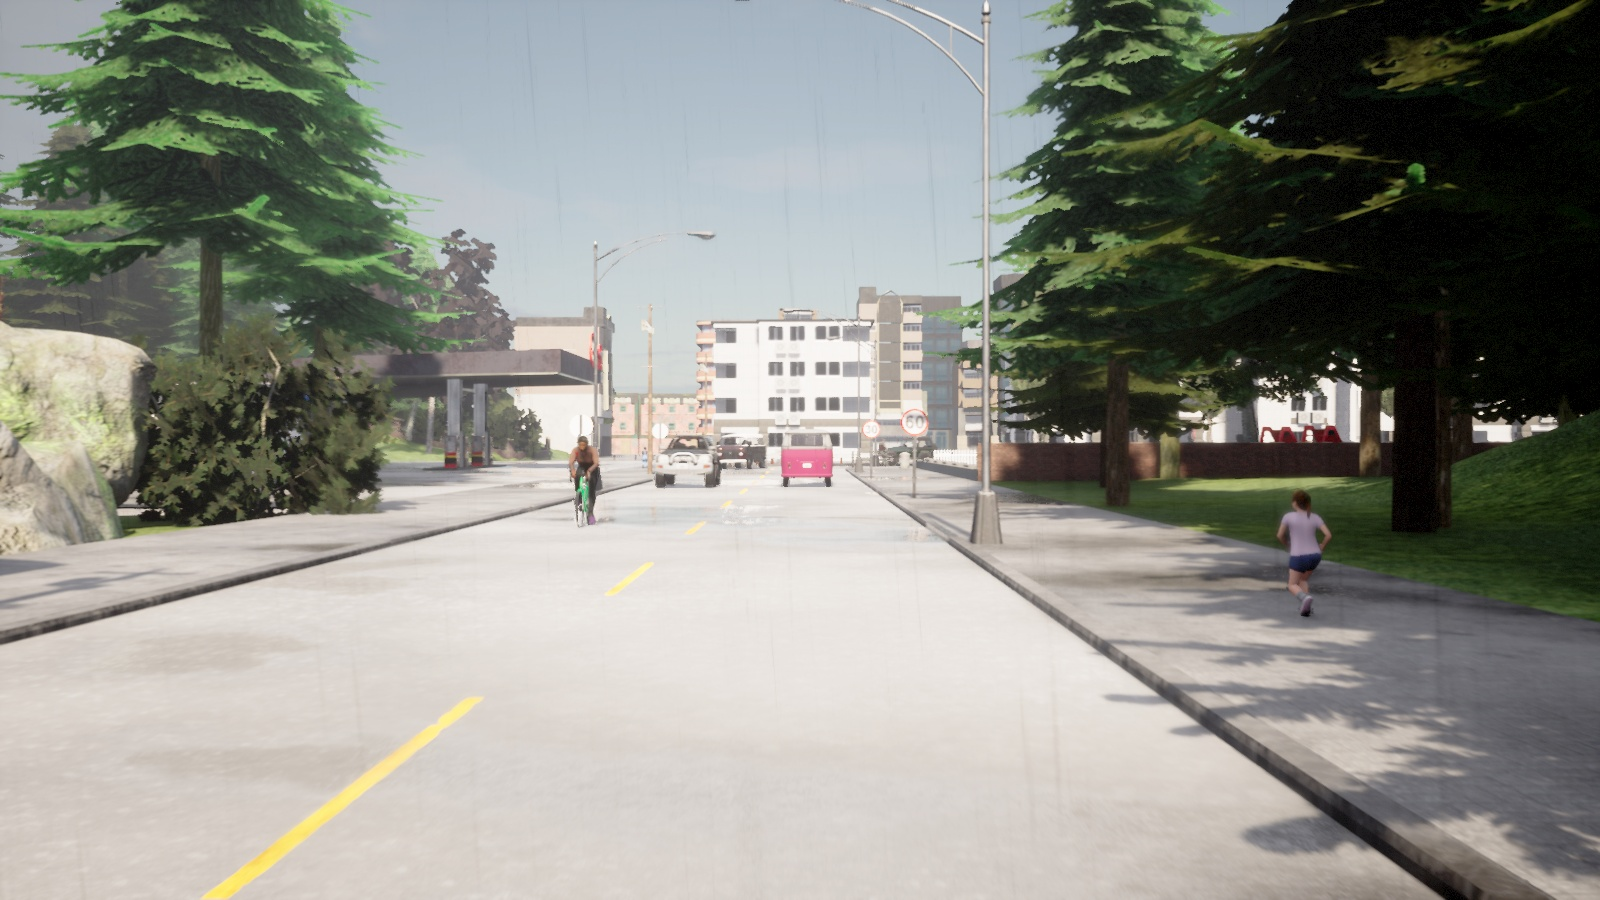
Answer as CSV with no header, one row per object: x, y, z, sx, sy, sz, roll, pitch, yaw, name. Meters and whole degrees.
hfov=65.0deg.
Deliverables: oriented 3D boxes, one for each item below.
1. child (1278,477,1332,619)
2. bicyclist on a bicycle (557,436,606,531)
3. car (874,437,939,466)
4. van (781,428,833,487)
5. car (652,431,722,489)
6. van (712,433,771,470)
4.075,0.782,10.144,0.255,1.110,0.394,0,0,-4,child
-3.857,0.570,22.280,0.582,1.620,1.656,0,1,0,bicyclist on a bicycle
6.877,0.091,81.218,3.866,1.878,1.905,0,0,-6,car
0.245,0.249,44.404,1.775,1.987,4.442,0,0,0,van
-3.764,0.321,42.453,1.932,1.855,4.605,0,0,0,car
-3.282,0.066,71.283,2.069,2.038,4.480,0,0,15,van
